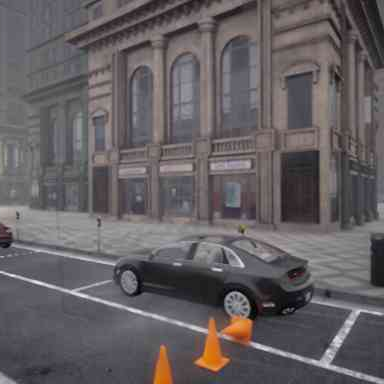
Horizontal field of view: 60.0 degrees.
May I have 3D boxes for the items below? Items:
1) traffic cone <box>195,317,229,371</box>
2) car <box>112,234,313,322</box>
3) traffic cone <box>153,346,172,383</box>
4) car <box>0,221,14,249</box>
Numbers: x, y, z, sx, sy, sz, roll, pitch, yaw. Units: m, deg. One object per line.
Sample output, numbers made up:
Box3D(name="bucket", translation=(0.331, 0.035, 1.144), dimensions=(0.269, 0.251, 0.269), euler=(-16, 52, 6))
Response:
Box3D(name="traffic cone", translation=(0.263, 1.959, 4.399), dimensions=(0.340, 0.580, 0.340), euler=(0, 0, 36))
Box3D(name="car", translation=(0.203, 1.556, 6.959), dimensions=(4.403, 1.369, 2.008), euler=(0, 0, 36))
Box3D(name="traffic cone", translation=(-0.317, 1.958, 3.585), dimensions=(0.340, 0.580, 0.340), euler=(0, 0, 36))
Box3D(name="car", translation=(-8.789, 1.599, 13.382), dimensions=(4.206, 1.307, 1.802), euler=(0, 0, 36))
